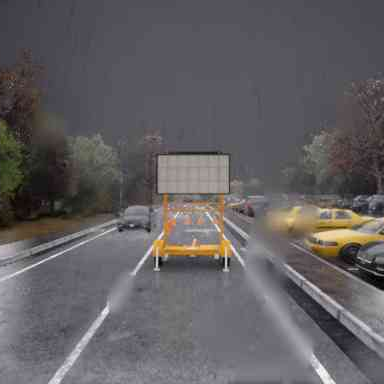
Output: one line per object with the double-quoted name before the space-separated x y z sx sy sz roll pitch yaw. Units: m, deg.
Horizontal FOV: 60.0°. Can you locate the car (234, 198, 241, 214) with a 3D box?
"car" 7.031 1.606 33.617 4.792 1.488 2.163 0 0 0

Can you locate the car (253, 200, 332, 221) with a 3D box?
"car" 6.975 1.527 22.512 4.892 1.521 2.231 0 0 0

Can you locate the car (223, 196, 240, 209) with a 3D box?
"car" 6.935 1.618 41.947 5.366 1.575 1.946 0 0 0

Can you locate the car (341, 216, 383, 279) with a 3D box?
"car" 6.888 1.554 8.643 4.892 1.521 2.231 0 0 0

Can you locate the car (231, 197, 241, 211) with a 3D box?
"car" 7.051 1.621 36.393 4.792 1.488 2.163 0 0 0

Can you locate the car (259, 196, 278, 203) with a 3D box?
"car" 20.505 2.078 88.825 4.553 1.767 2.185 0 -1 0

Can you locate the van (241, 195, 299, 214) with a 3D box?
"van" 7.157 1.336 30.841 4.442 1.987 1.878 0 0 0

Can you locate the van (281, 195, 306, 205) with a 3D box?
"van" 20.262 1.522 66.821 4.442 1.987 1.878 0 -1 0

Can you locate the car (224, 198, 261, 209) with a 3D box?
"car" 7.154 1.652 47.497 4.892 1.521 2.231 0 0 0

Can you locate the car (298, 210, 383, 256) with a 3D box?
"car" 6.716 1.540 11.420 5.366 1.575 1.946 0 0 0

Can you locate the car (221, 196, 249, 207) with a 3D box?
"car" 7.188 1.570 55.826 4.553 1.767 2.185 0 0 0

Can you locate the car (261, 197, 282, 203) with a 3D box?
"car" 20.513 2.147 86.178 5.008 1.535 2.097 0 -1 0

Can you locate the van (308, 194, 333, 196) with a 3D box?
"van" 20.376 1.433 50.191 4.442 1.987 1.878 0 0 0

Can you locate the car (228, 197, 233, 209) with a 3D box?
"car" 7.071 1.636 39.169 4.792 1.488 2.163 0 0 0

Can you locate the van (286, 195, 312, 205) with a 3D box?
"van" 20.474 1.506 63.916 4.442 1.987 1.878 0 0 0

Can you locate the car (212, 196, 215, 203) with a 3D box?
"car" 7.328 1.503 66.931 5.566 2.045 2.435 0 0 0

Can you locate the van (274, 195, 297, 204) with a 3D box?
"van" 20.301 1.622 72.211 4.442 1.987 1.878 0 -1 0

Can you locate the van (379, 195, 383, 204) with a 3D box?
"van" 20.236 1.328 30.675 4.442 1.987 1.878 0 0 0

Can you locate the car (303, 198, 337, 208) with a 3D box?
"car" 20.276 1.713 52.834 4.674 1.452 2.002 0 0 0

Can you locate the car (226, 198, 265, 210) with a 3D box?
"car" 7.147 1.637 44.721 4.892 1.521 2.231 0 0 0

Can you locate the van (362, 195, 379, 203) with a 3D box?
"van" 20.022 1.343 33.446 4.442 1.987 1.878 0 0 0

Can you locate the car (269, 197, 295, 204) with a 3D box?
"car" 20.253 1.904 74.974 5.366 1.575 1.946 0 -1 0

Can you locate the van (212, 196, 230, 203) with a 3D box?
"van" 7.556 1.930 86.343 4.442 1.987 1.878 0 -1 0

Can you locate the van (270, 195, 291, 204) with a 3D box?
"van" 20.574 1.740 77.748 4.442 1.987 1.878 0 -1 0

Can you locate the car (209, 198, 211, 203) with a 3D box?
"car" 7.424 2.096 83.563 5.008 1.535 2.097 0 -1 0

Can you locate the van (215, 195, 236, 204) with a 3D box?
"van" 7.223 1.633 72.467 4.442 1.987 1.878 0 -1 0

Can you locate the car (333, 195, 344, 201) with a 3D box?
"car" 20.151 1.347 38.985 5.566 2.045 2.435 0 0 0

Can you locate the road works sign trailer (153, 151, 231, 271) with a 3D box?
"road works sign trailer" 0.052 0.483 10.952 2.380 3.560 2.880 0 0 3

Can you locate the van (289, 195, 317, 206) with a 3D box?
"van" 20.456 1.492 61.271 4.442 1.987 1.878 0 0 0

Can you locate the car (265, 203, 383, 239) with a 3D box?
"car" 6.756 1.524 17.093 5.366 1.575 1.946 0 0 0

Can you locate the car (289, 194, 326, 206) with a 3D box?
"car" 20.291 1.452 58.502 5.566 2.045 2.435 0 0 0

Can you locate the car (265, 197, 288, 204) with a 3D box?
"car" 20.471 2.027 80.513 4.892 1.521 2.231 0 -1 0

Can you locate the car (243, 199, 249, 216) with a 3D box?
"car" 7.050 1.577 28.064 4.792 1.488 2.163 0 0 0

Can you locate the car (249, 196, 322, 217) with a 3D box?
"car" 7.032 1.409 25.291 4.553 1.767 2.185 0 0 0

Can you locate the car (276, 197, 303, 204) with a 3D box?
"car" 20.403 1.788 69.436 5.008 1.535 2.097 0 -1 0

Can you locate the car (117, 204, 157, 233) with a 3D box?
"car" -3.228 1.547 20.272 1.837 1.490 4.892 0 0 0

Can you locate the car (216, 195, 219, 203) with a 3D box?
"car" 7.234 1.710 58.602 5.008 1.535 2.097 0 0 0

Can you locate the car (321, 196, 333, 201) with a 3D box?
"car" 20.213 1.628 44.525 5.008 1.535 2.097 0 0 0

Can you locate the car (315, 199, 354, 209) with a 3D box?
"car" 20.242 1.684 47.420 4.674 1.452 2.002 0 0 0

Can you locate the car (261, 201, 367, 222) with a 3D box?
"car" 7.146 1.521 19.743 5.366 1.575 1.946 0 0 0

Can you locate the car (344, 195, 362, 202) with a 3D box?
"car" 20.131 1.333 36.215 5.566 2.045 2.435 0 0 0

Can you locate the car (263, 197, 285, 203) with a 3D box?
"car" 20.492 2.085 83.283 5.008 1.535 2.097 0 -1 0

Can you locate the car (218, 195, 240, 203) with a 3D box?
"car" 6.994 1.663 50.275 5.366 1.575 1.946 0 0 0

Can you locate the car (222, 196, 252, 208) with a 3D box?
"car" 7.169 1.555 53.050 4.553 1.767 2.185 0 0 0
